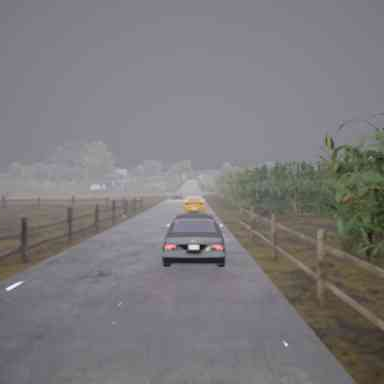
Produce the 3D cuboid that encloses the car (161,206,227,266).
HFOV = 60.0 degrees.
[{"bbox_3d":[0.082,1.418,10.952,2.033,1.411,5.357,0,1,1],"label":"car"}]

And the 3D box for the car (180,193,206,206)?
[{"bbox_3d":[0.203,1.103,29.353,1.882,1.535,5.008,0,1,1],"label":"car"}]

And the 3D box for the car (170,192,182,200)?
[{"bbox_3d":[-2.524,0.625,56.275,1.994,1.385,4.181,0,2,1],"label":"car"}]
